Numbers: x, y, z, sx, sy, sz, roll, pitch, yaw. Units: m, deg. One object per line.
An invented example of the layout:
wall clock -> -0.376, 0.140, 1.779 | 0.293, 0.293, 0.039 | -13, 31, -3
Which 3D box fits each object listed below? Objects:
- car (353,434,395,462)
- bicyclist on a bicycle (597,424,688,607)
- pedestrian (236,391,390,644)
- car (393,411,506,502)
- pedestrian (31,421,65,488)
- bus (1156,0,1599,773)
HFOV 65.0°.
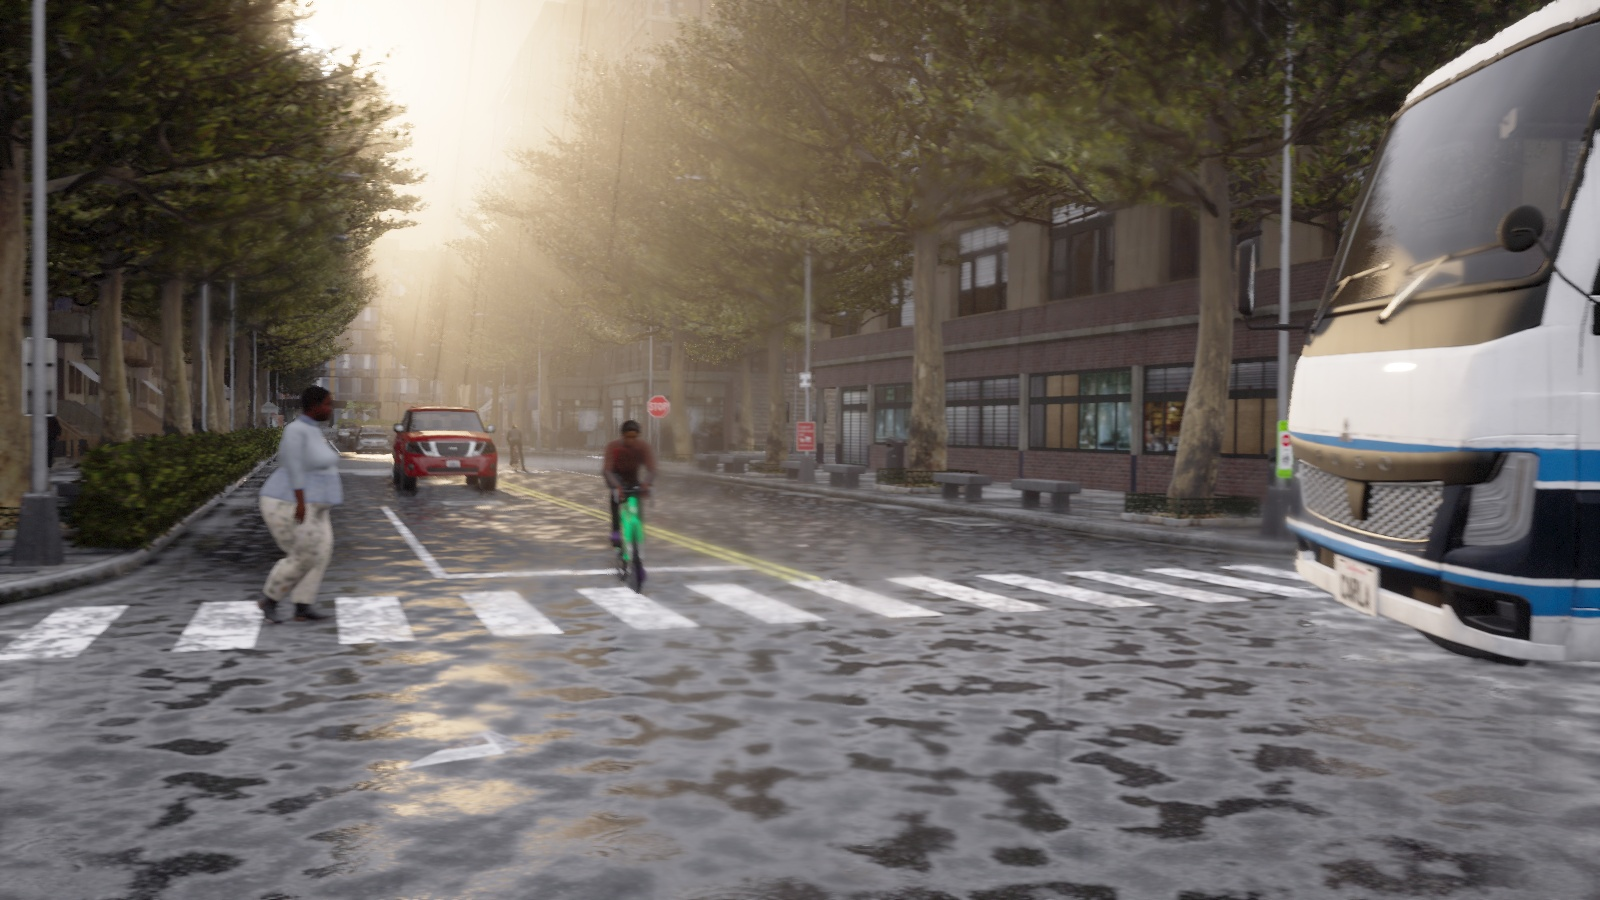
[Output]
car -> -23.905, -0.142, 70.370 | 2.007, 1.525, 4.514 | -1, 1, -21
bicyclist on a bicycle -> -1.541, 0.571, 12.079 | 0.582, 1.620, 1.656 | -2, 2, -16
pedestrian -> -3.735, 0.487, 9.714 | 0.900, 1.855, 0.874 | -1, 1, -8
car -> -8.874, 0.101, 31.436 | 2.150, 2.045, 5.566 | -1, 1, -21
pedestrian -> -20.802, 0.114, 34.743 | 0.634, 1.844, 0.899 | -1, 1, -21
bus -> 7.751, -0.783, 7.392 | 10.273, 4.253, 3.944 | -1, 3, 3
